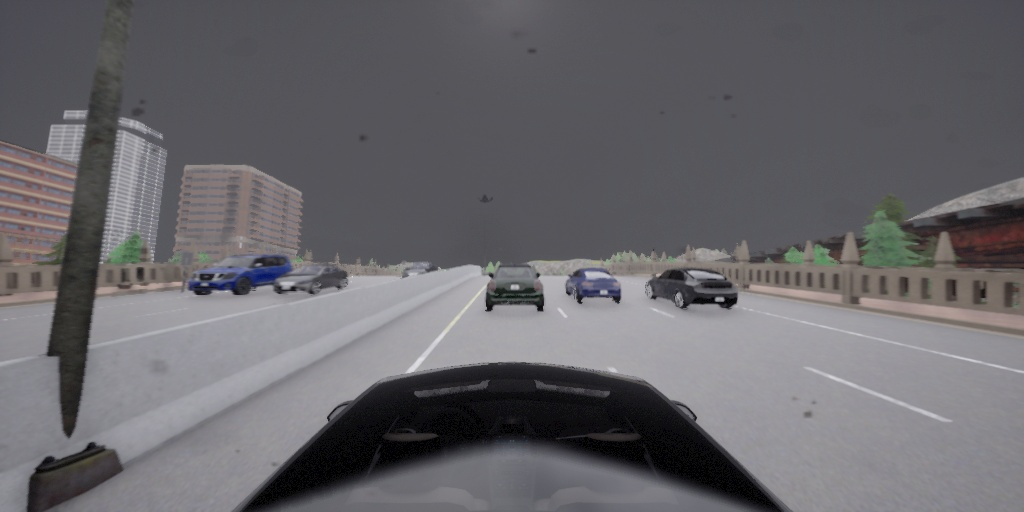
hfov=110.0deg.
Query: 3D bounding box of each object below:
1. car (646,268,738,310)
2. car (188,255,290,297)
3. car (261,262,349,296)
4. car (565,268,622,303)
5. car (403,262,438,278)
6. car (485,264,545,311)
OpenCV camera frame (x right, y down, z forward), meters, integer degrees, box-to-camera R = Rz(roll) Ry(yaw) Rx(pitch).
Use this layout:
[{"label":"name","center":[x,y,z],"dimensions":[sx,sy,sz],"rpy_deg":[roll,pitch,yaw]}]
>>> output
[{"label":"car","center":[7.103,1.237,14.678],"dimensions":[1.837,1.490,4.892],"rpy_deg":[0,0,0]},{"label":"car","center":[-14.092,0.947,19.199],"dimensions":[2.150,2.045,5.566],"rpy_deg":[0,0,0]},{"label":"car","center":[-10.591,1.217,19.285],"dimensions":[2.128,1.511,4.902],"rpy_deg":[0,0,0]},{"label":"car","center":[3.605,1.255,16.361],"dimensions":[1.812,1.442,4.674],"rpy_deg":[0,0,0]},{"label":"car","center":[-7.080,1.204,28.053],"dimensions":[2.128,1.511,4.902],"rpy_deg":[0,0,0]},{"label":"car","center":[0.103,1.084,14.459],"dimensions":[2.097,1.767,4.553],"rpy_deg":[0,0,0]}]
